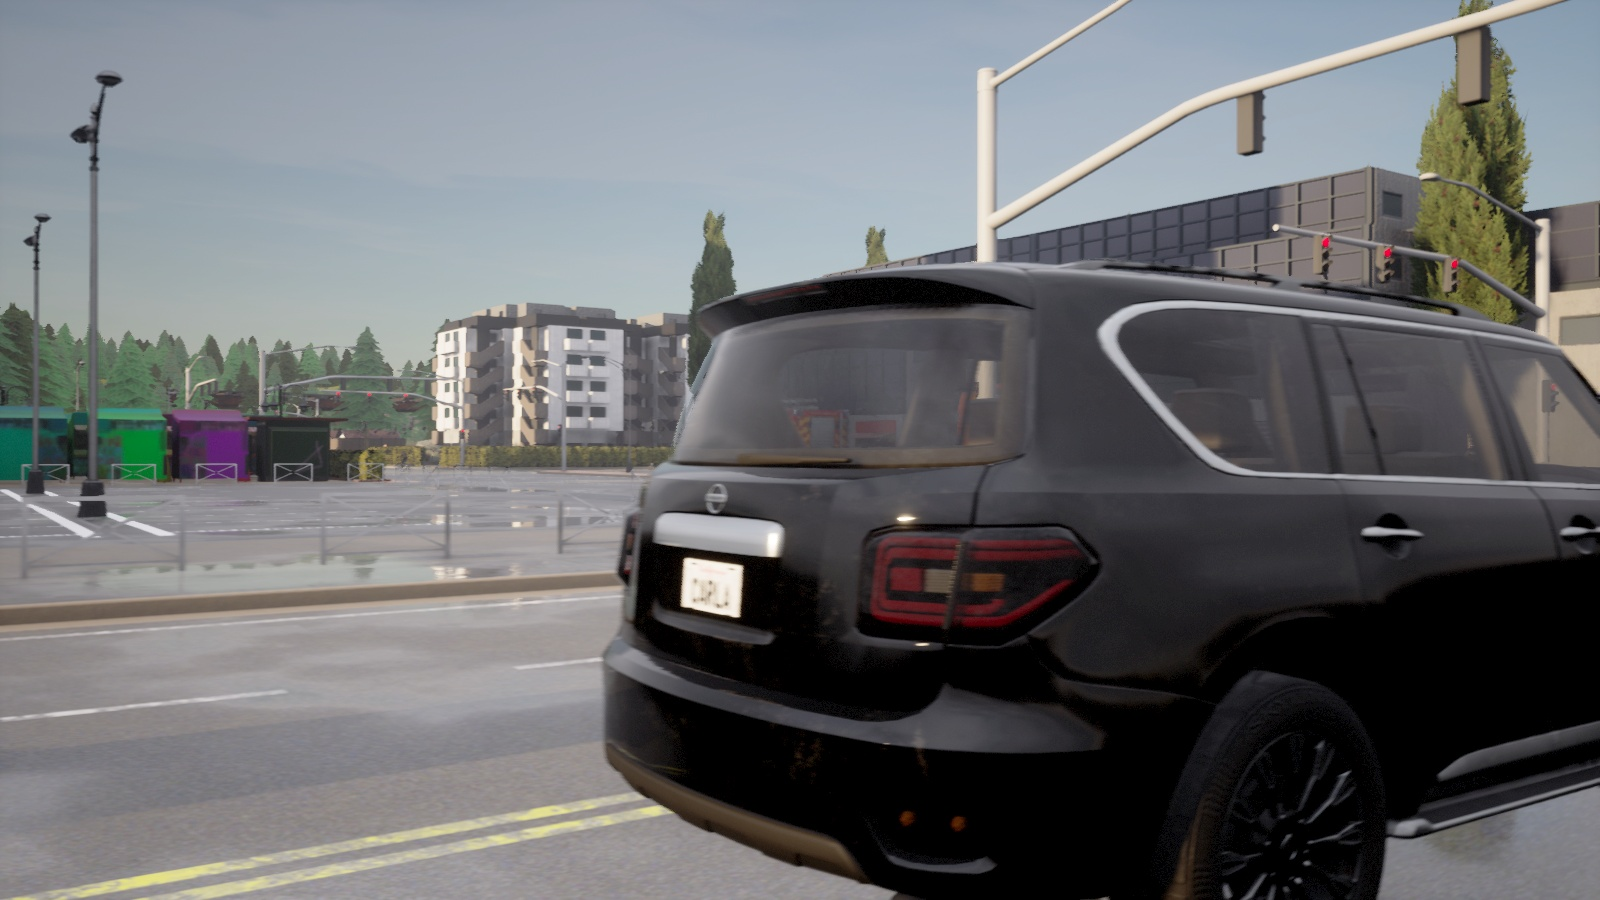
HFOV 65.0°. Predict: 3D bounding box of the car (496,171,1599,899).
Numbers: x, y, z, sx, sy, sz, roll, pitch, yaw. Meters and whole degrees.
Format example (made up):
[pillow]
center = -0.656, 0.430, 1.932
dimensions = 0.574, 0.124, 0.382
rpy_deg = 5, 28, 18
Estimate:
[car]
center = 1.869, 0.472, 4.960
dimensions = 5.566, 2.045, 2.150
rpy_deg = 0, 0, -35
